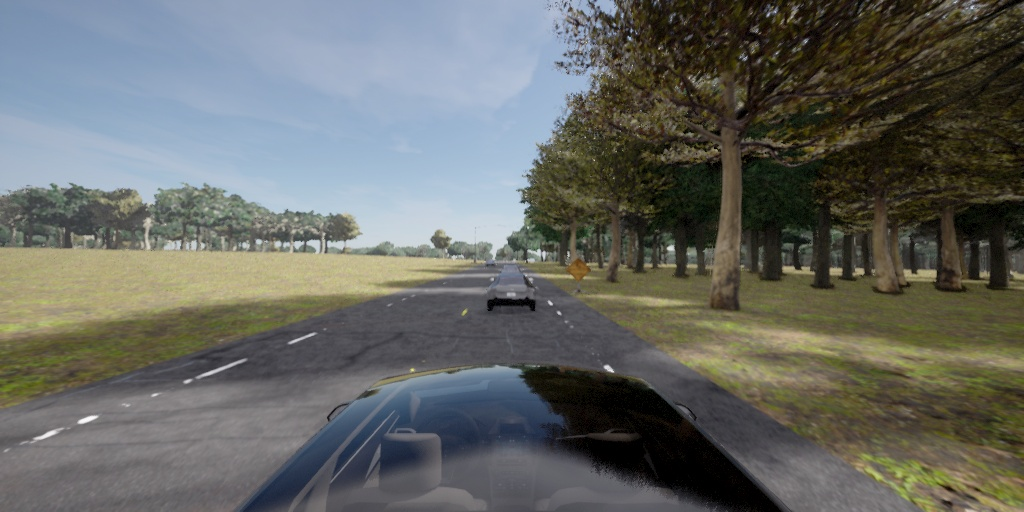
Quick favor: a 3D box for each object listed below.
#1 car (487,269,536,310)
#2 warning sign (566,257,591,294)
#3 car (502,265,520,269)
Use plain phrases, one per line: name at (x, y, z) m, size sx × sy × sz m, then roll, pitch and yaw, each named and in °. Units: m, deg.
car at (-0.010, 1.428, 15.464) m, size 1.994 × 1.385 × 4.181 m, roll 0°, pitch 0°, yaw 0°
warning sign at (3.513, 1.001, 18.894) m, size 1.300 × 1.860 × 1.060 m, roll 0°, pitch 0°, yaw 0°
car at (-0.091, 1.462, 29.373) m, size 2.033 × 1.411 × 5.357 m, roll 0°, pitch 0°, yaw 0°
